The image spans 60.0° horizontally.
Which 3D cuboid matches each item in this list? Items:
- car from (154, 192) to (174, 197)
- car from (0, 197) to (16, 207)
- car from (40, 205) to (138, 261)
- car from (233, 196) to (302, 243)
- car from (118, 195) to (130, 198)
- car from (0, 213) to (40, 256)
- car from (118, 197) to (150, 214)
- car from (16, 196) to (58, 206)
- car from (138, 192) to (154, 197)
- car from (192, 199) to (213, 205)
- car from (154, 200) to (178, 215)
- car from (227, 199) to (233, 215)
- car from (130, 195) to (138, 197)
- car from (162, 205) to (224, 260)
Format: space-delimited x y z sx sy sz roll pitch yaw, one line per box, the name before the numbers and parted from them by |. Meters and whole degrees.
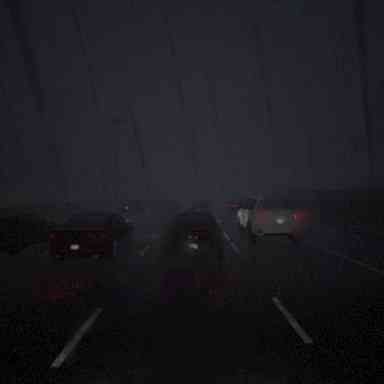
car | -5.907 1.037 76.011 2.150 2.045 5.566 0 0 22
car | -19.825 1.407 36.911 1.882 1.535 5.008 0 0 8
car | -3.439 1.452 12.250 1.882 1.535 5.008 0 0 0
car | 3.565 1.185 16.111 2.150 2.045 5.566 0 0 0
car | -15.836 1.351 79.484 1.812 1.442 4.674 0 0 22
car | -6.937 1.523 12.893 2.033 1.411 5.357 0 0 0
car | -5.950 1.493 33.411 1.994 1.385 4.181 0 0 6
car | -16.388 1.281 36.171 2.097 1.767 4.553 0 0 8
car | -9.577 1.038 76.254 2.150 2.045 5.566 0 0 21
car | 0.997 1.418 32.758 2.128 1.511 4.902 0 0 6
car | -2.451 1.491 33.294 1.994 1.385 4.181 0 0 6
car | 4.526 1.429 32.866 1.837 1.490 4.892 0 0 6
car | -12.145 1.263 79.228 1.837 1.490 4.892 0 0 22
car | 0.060 1.450 12.279 1.882 1.535 5.008 0 0 0
